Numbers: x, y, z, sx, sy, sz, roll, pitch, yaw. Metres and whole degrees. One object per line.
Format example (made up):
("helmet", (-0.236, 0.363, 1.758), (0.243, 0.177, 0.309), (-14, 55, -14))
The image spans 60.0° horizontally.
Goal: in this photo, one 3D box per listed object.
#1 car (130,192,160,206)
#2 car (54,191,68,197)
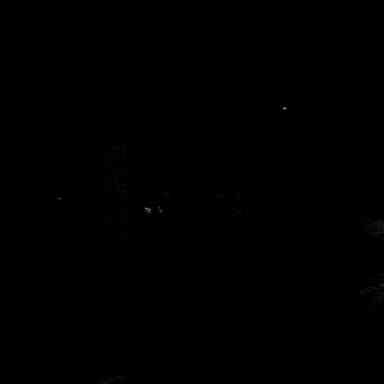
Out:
("car", (-5.646, 0.792, 39.887), (1.882, 1.535, 5.008), (-2, 2, -36))
("car", (-27.955, 0.346, 70.801), (1.895, 1.301, 4.718), (-2, 2, -36))
